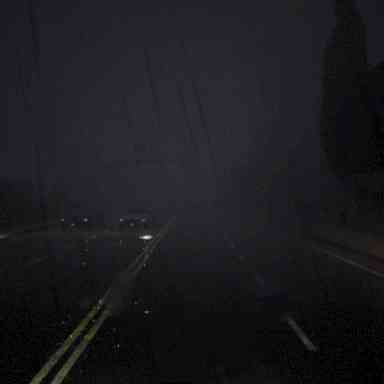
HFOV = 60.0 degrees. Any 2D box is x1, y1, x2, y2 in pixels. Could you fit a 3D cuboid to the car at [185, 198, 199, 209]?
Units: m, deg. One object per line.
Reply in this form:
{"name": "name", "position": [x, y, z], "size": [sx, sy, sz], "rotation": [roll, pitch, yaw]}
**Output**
{"name": "car", "position": [0.000, 1.925, 51.373], "size": [1.994, 1.385, 4.181], "rotation": [0, 0, 0]}

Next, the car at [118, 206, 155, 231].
{"name": "car", "position": [-3.558, 1.681, 22.052], "size": [1.812, 1.442, 4.674], "rotation": [0, -1, 0]}

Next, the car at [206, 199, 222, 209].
{"name": "car", "position": [3.500, 1.863, 50.957], "size": [1.837, 1.490, 4.892], "rotation": [0, 0, 0]}

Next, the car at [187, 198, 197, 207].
{"name": "car", "position": [0.000, 1.936, 61.373], "size": [1.837, 1.490, 4.892], "rotation": [0, 0, 0]}

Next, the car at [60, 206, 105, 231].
{"name": "car", "position": [-7.058, 1.681, 22.027], "size": [1.812, 1.442, 4.674], "rotation": [0, -1, 0]}
